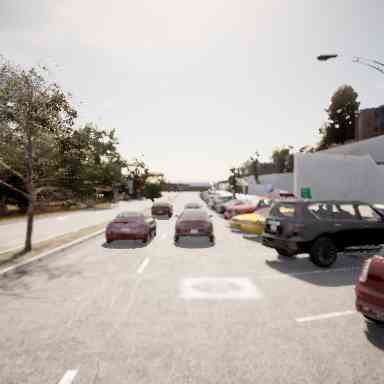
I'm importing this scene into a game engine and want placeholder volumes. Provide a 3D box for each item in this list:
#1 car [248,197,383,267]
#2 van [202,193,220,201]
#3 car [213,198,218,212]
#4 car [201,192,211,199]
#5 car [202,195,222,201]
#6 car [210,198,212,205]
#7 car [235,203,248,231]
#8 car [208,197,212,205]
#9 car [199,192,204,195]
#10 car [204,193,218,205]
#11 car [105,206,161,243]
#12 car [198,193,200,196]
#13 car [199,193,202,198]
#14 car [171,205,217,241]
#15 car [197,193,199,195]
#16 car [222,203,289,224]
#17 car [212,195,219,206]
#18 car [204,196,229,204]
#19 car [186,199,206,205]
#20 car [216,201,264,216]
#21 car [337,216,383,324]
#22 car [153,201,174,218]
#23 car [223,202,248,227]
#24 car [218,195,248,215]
[{"bbox_3d":[5.099,1.273,11.461,5.566,2.045,2.435,1,-1,-20],"label":"car"},{"bbox_3d":[5.190,1.306,89.500,4.442,1.987,1.878,1,0,-20],"label":"van"},{"bbox_3d":[5.066,1.677,32.449,5.008,1.535,2.097,1,-1,-20],"label":"car"},{"bbox_3d":[5.053,1.503,56.454,5.566,2.045,2.435,1,1,-20],"label":"car"},{"bbox_3d":[5.073,1.614,83.495,4.674,1.452,2.002,1,0,-20],"label":"car"},{"bbox_3d":[5.077,1.782,41.448,4.674,1.452,2.002,1,0,-20],"label":"car"},{"bbox_3d":[5.245,1.557,17.511,5.366,1.575,1.946,1,-1,-20],"label":"car"},{"bbox_3d":[5.100,1.781,44.473,4.792,1.488,2.163,1,0,-20],"label":"car"},{"bbox_3d":[5.050,1.426,86.466,4.553,1.767,2.185,1,0,-20],"label":"car"},{"bbox_3d":[5.103,1.509,47.473,5.566,2.045,2.435,1,0,-20],"label":"car"},{"bbox_3d":[-2.901,1.629,16.537,1.994,1.385,4.181,0,0,0],"label":"car"},{"bbox_3d":[5.073,1.510,92.441,4.892,1.521,2.231,1,0,-20],"label":"car"},{"bbox_3d":[5.052,1.625,80.476,4.792,1.488,2.163,1,1,-20],"label":"car"},{"bbox_3d":[0.099,1.593,16.963,1.812,1.442,4.674,0,0,0],"label":"car"},{"bbox_3d":[5.057,1.236,95.408,5.566,2.045,2.435,1,1,-20],"label":"car"},{"bbox_3d":[5.047,1.653,26.432,4.792,1.488,2.163,1,0,-20],"label":"car"},{"bbox_3d":[5.106,1.597,38.460,4.553,1.767,2.185,1,0,-20],"label":"car"},{"bbox_3d":[5.051,1.712,68.471,4.792,1.488,2.163,1,1,-20],"label":"car"},{"bbox_3d":[0.101,1.716,32.451,1.812,1.442,4.674,0,-1,0],"label":"car"},{"bbox_3d":[5.076,1.741,35.449,4.674,1.452,2.002,1,0,-20],"label":"car"},{"bbox_3d":[5.041,1.374,5.434,4.553,1.767,2.185,1,-1,-20],"label":"car"},{"bbox_3d":[-2.899,1.672,32.969,1.882,1.535,5.008,0,-1,0],"label":"car"},{"bbox_3d":[4.898,1.571,20.377,5.366,1.575,1.946,1,0,-20],"label":"car"},{"bbox_3d":[5.052,1.349,23.431,5.566,2.045,2.435,1,0,-20],"label":"car"}]
